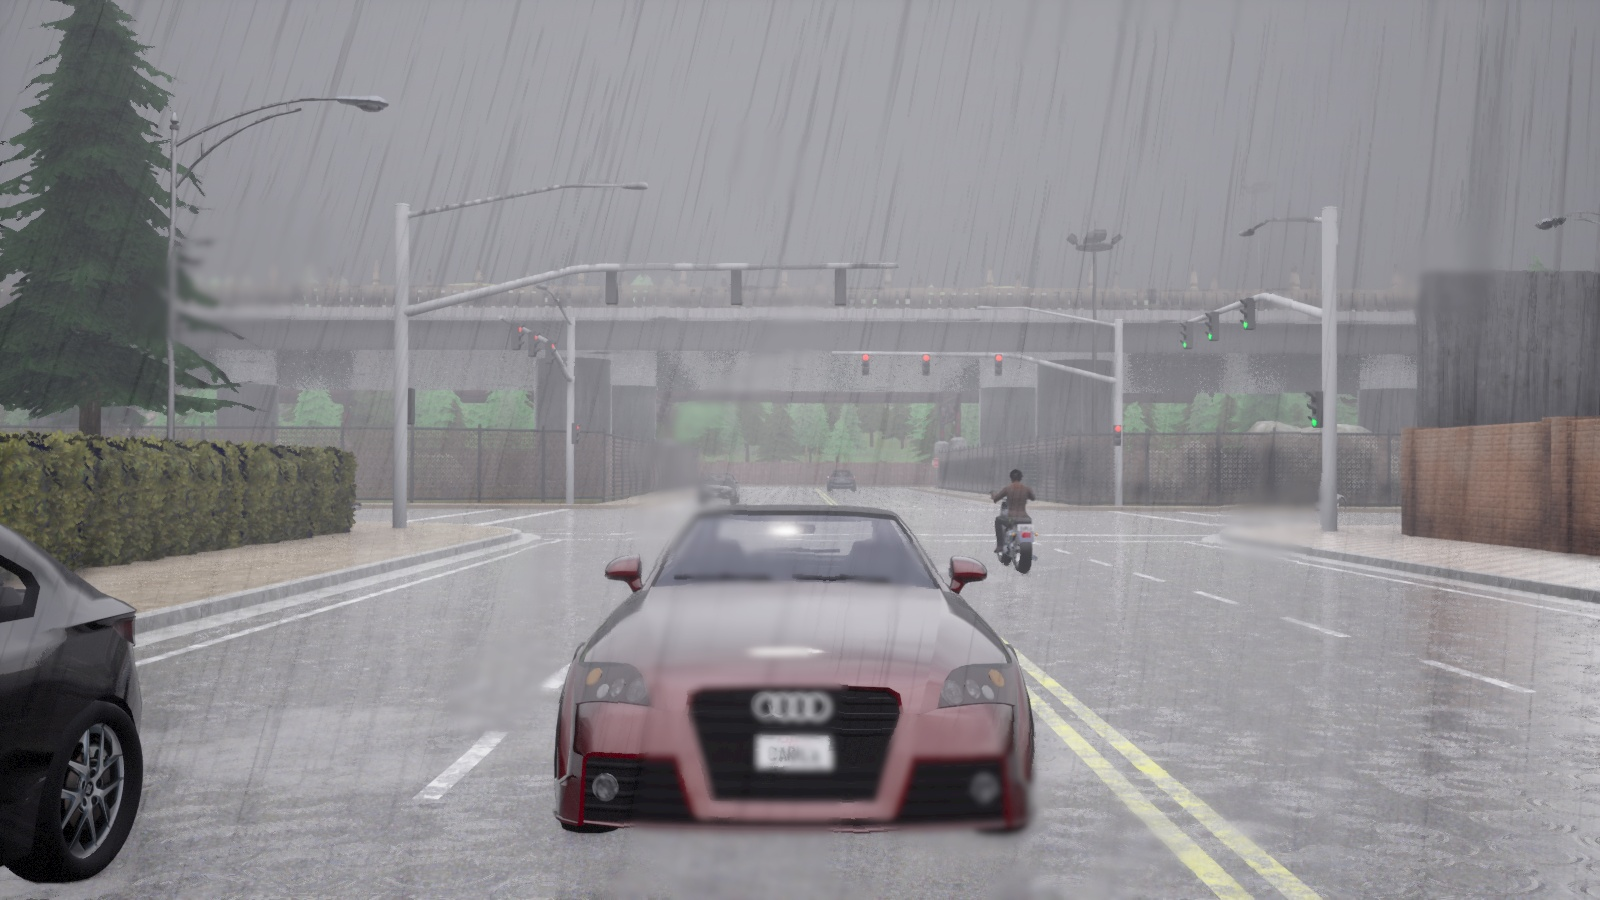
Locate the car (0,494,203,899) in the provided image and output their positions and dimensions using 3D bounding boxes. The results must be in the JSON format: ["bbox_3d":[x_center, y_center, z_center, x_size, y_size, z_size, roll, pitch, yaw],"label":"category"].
[{"bbox_3d":[-3.509,0.899,3.374,1.816,1.474,4.193,0,-1,0],"label":"car"}]

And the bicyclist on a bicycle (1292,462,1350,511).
[{"bbox_3d":[18.956,1.319,45.688,1.843,1.776,0.659,0,-1,0],"label":"bicyclist on a bicycle"}]

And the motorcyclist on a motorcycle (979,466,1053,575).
[{"bbox_3d":[3.449,1.089,20.248,0.766,1.649,2.350,0,-1,0],"label":"motorcyclist on a motorcycle"}]

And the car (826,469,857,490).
[{"bbox_3d":[3.254,2.297,98.598,2.242,1.667,4.611,0,-1,0],"label":"car"}]

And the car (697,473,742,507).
[{"bbox_3d":[-3.643,1.805,57.467,1.816,1.474,4.193,0,-1,0],"label":"car"}]

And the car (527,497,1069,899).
[{"bbox_3d":[-0.013,0.991,6.719,1.994,1.385,4.181,0,-1,0],"label":"car"}]
